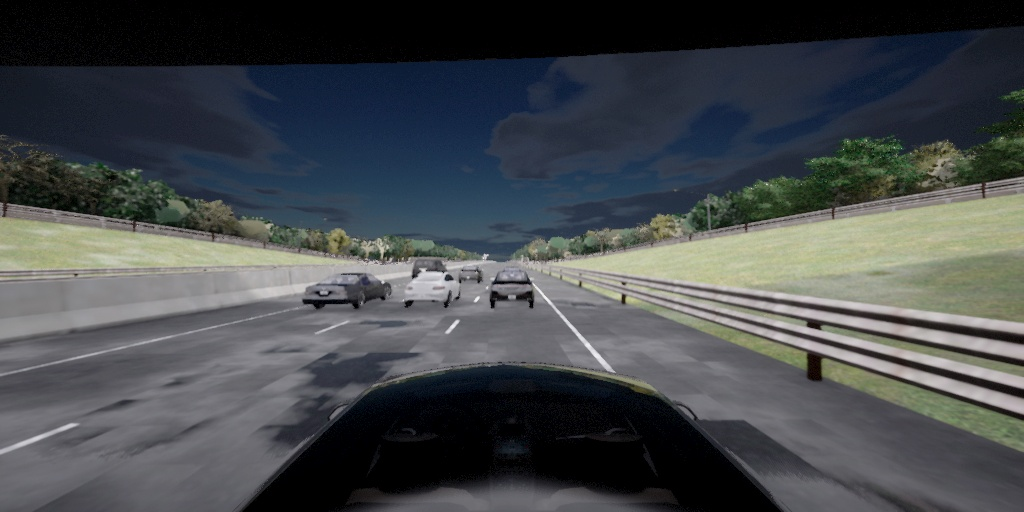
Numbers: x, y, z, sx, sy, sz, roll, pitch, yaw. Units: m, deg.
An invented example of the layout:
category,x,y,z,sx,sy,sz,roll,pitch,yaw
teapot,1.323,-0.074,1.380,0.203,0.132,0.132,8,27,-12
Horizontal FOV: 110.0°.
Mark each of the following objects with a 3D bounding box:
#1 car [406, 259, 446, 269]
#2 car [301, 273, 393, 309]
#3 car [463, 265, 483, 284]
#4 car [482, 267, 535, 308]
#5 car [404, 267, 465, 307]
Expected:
category,x,y,z,sx,sy,sz,roll,pitch,yaw
car,-7.001,1.279,30.878,2.150,2.045,5.566,0,-1,0
car,-7.000,1.440,15.853,2.033,1.411,5.357,0,-1,0
car,-3.498,1.559,31.153,2.128,1.511,4.902,0,-1,0
car,0.004,1.389,16.155,2.128,1.511,4.902,0,-1,0
car,-3.496,1.423,16.241,1.812,1.442,4.674,0,0,0
